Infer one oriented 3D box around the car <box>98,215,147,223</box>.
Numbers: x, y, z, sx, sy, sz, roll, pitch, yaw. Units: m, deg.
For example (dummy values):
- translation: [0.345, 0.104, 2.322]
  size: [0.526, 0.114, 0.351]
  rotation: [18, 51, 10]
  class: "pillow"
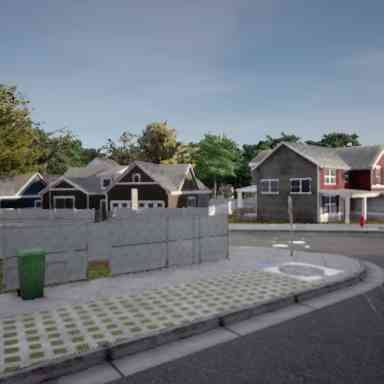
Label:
- translation: [-3.325, 2.142, 19.557]
  size: [4.892, 1.490, 1.837]
  rotation: [-1, 0, 18]
  class: "car"
